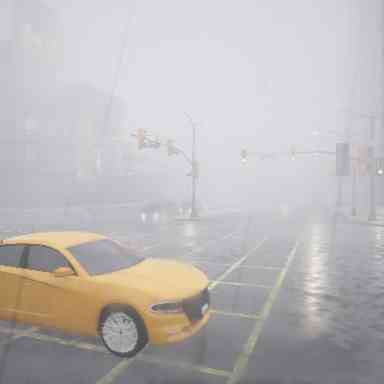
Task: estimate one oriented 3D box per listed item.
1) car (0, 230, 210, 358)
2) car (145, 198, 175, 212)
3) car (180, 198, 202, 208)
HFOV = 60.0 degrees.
[{"bbox_3d":[-2.151,1.480,5.908,5.008,1.535,1.882,0,0,21],"label":"car"},{"bbox_3d":[-3.704,1.478,38.954,1.882,1.535,5.008,0,0,23],"label":"car"},{"bbox_3d":[-0.109,1.601,48.516,1.895,1.301,4.718,0,0,21],"label":"car"}]
